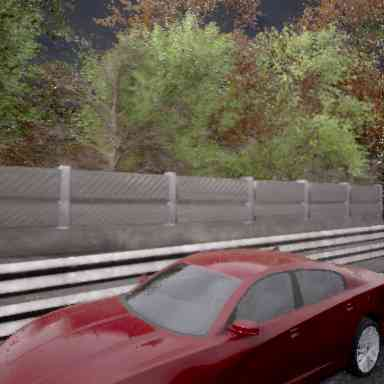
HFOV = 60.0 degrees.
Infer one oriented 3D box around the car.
[{"bbox_3d":[0.461,1.498,4.013,5.008,1.535,1.882,1,0,-35],"label":"car"}]
